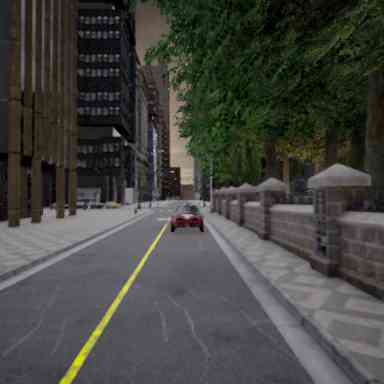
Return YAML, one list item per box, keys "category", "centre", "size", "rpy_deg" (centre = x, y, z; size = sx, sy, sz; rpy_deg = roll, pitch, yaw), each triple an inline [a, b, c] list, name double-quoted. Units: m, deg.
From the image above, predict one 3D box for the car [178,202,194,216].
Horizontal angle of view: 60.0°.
- category: "car"
  centre: [-0.683, 1.998, 39.394]
  size: [1.812, 1.442, 4.674]
  rpy_deg: [0, -1, -1]

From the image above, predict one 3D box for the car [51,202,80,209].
- category: "car"
  centre: [-21.268, 2.358, 55.632]
  size: [4.313, 1.339, 1.947]
  rpy_deg: [-1, -2, -1]

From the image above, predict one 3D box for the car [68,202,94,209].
- category: "car"
  centre: [-21.406, 2.625, 64.152]
  size: [4.403, 1.369, 2.008]
  rpy_deg: [-1, -2, -1]

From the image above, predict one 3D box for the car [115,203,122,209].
- category: "car"
  centre: [-16.065, 2.550, 64.235]
  size: [4.829, 1.417, 1.752]
  rpy_deg: [-1, -2, -1]

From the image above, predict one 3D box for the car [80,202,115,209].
- category: "car"
  centre: [-15.756, 2.292, 55.718]
  size: [4.403, 1.369, 2.008]
  rpy_deg: [-1, -2, -1]

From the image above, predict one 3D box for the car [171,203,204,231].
- category: "car"
  centre: [-0.335, 1.620, 22.693]
  size: [2.097, 1.767, 4.553]
  rpy_deg: [0, -1, -1]
